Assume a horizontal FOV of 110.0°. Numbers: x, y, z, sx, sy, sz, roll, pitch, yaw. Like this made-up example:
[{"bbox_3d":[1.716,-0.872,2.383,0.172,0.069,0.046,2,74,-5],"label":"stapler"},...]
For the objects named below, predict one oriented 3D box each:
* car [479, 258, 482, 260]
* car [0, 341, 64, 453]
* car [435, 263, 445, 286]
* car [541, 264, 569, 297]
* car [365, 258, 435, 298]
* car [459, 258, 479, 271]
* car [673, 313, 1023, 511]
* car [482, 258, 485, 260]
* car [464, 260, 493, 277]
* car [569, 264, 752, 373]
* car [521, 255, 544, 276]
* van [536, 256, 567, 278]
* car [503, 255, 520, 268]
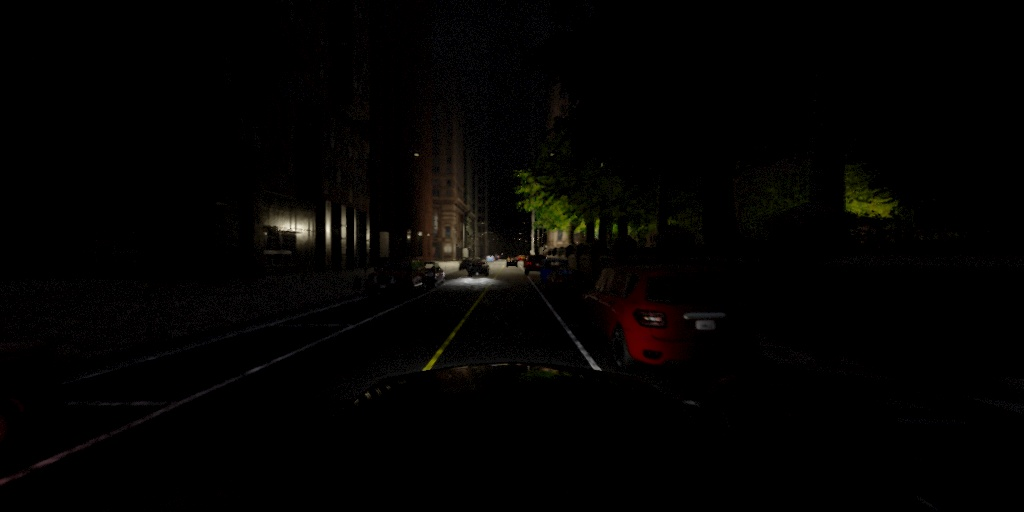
[{"bbox_3d":[-5.774,1.129,51.518,1.751,1.417,4.829,0,0,0],"label":"car"},{"bbox_3d":[-5.763,1.294,1.964,1.888,1.381,4.507,0,0,0],"label":"car"},{"bbox_3d":[-5.768,1.150,24.066,1.967,1.591,4.097,0,0,0],"label":"car"},{"bbox_3d":[2.758,1.273,18.555,1.888,1.381,4.507,0,0,0],"label":"car"},{"bbox_3d":[-5.767,1.042,18.542,2.192,1.841,5.009,0,0,0],"label":"car"},{"bbox_3d":[-5.773,1.178,46.164,2.007,1.370,4.403,0,0,0],"label":"car"},{"bbox_3d":[2.762,1.332,1.976,1.802,1.307,4.207,0,0,0],"label":"car"},{"bbox_3d":[-5.775,1.017,57.213,1.967,1.591,4.097,0,0,0],"label":"car"},{"bbox_3d":[-3.100,1.274,34.299,1.895,1.301,4.718,0,0,0],"label":"car"},{"bbox_3d":[2.761,1.062,7.502,2.192,1.841,5.009,0,0,0],"label":"car"},{"bbox_3d":[2.386,0.894,36.426,2.150,2.045,5.566,0,0,0],"label":"car"},{"bbox_3d":[2.757,1.052,24.078,1.690,1.789,3.998,0,0,0],"label":"van"},{"bbox_3d":[-0.002,1.075,56.122,2.128,1.511,4.902,0,0,0],"label":"car"}]
